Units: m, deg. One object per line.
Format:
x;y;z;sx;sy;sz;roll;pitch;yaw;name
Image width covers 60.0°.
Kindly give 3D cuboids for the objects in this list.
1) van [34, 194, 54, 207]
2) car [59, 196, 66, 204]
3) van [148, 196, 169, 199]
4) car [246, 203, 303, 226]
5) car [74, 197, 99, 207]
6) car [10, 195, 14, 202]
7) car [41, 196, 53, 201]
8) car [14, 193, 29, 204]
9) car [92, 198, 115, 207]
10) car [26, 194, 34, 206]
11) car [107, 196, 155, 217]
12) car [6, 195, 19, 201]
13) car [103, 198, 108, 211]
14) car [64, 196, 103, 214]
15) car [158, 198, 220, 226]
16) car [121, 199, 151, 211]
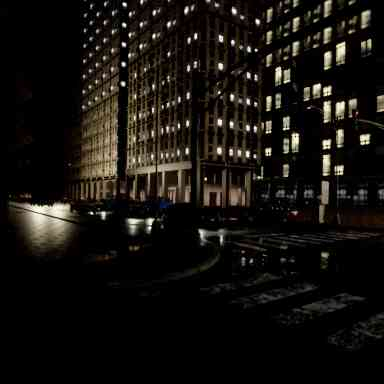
-20.600;1.197;46.769;1.690;1.788;3.998;1;-1;-35;van
-22.140;1.463;58.952;1.837;1.490;4.892;1;-1;-35;car
-3.971;1.382;37.778;1.690;1.788;3.998;1;-1;-35;van
5.818;1.505;23.945;1.967;1.590;4.097;1;-1;-35;car
-16.013;1.516;50.296;2.033;1.411;5.357;1;-1;-36;car
-36.921;1.396;69.819;1.947;1.339;4.313;1;-1;-35;car
-36.609;1.570;83.880;1.802;1.307;4.206;1;-1;-35;car
-30.390;1.154;60.601;2.192;1.841;5.009;1;-1;-35;car
-13.765;1.586;51.607;1.947;1.339;4.313;1;-1;-35;car
-23.867;1.432;51.377;1.802;1.307;4.206;1;-1;-35;car
-5.637;1.412;30.105;1.882;1.535;5.008;1;-1;-35;car
-40.183;1.377;74.430;2.008;1.369;4.403;1;-1;-35;car
-11.783;1.468;38.809;2.033;1.411;5.357;1;-1;-35;car
-10.814;1.427;32.935;2.008;1.369;4.403;1;-1;-35;car
-0.187;1.425;22.401;1.882;1.535;5.008;1;-1;-36;car
-7.238;1.584;42.386;2.008;1.369;4.403;1;-1;-35;car
